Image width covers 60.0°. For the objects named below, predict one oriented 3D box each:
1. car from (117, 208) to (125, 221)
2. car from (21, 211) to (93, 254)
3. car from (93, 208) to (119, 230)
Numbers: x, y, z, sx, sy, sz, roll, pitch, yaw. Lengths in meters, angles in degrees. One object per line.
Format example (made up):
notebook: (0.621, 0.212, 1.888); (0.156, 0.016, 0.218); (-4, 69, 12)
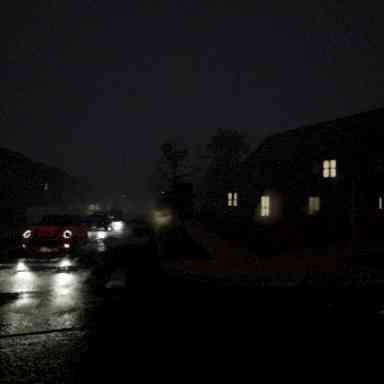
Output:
car: (-9.081, 2.673, 39.995); (2.128, 1.511, 4.902); (1, -2, -7)
car: (-6.208, 1.793, 15.528); (2.097, 1.767, 4.553); (1, -2, -8)
car: (-7.690, 2.360, 27.836); (2.033, 1.411, 5.357); (1, -2, -7)
